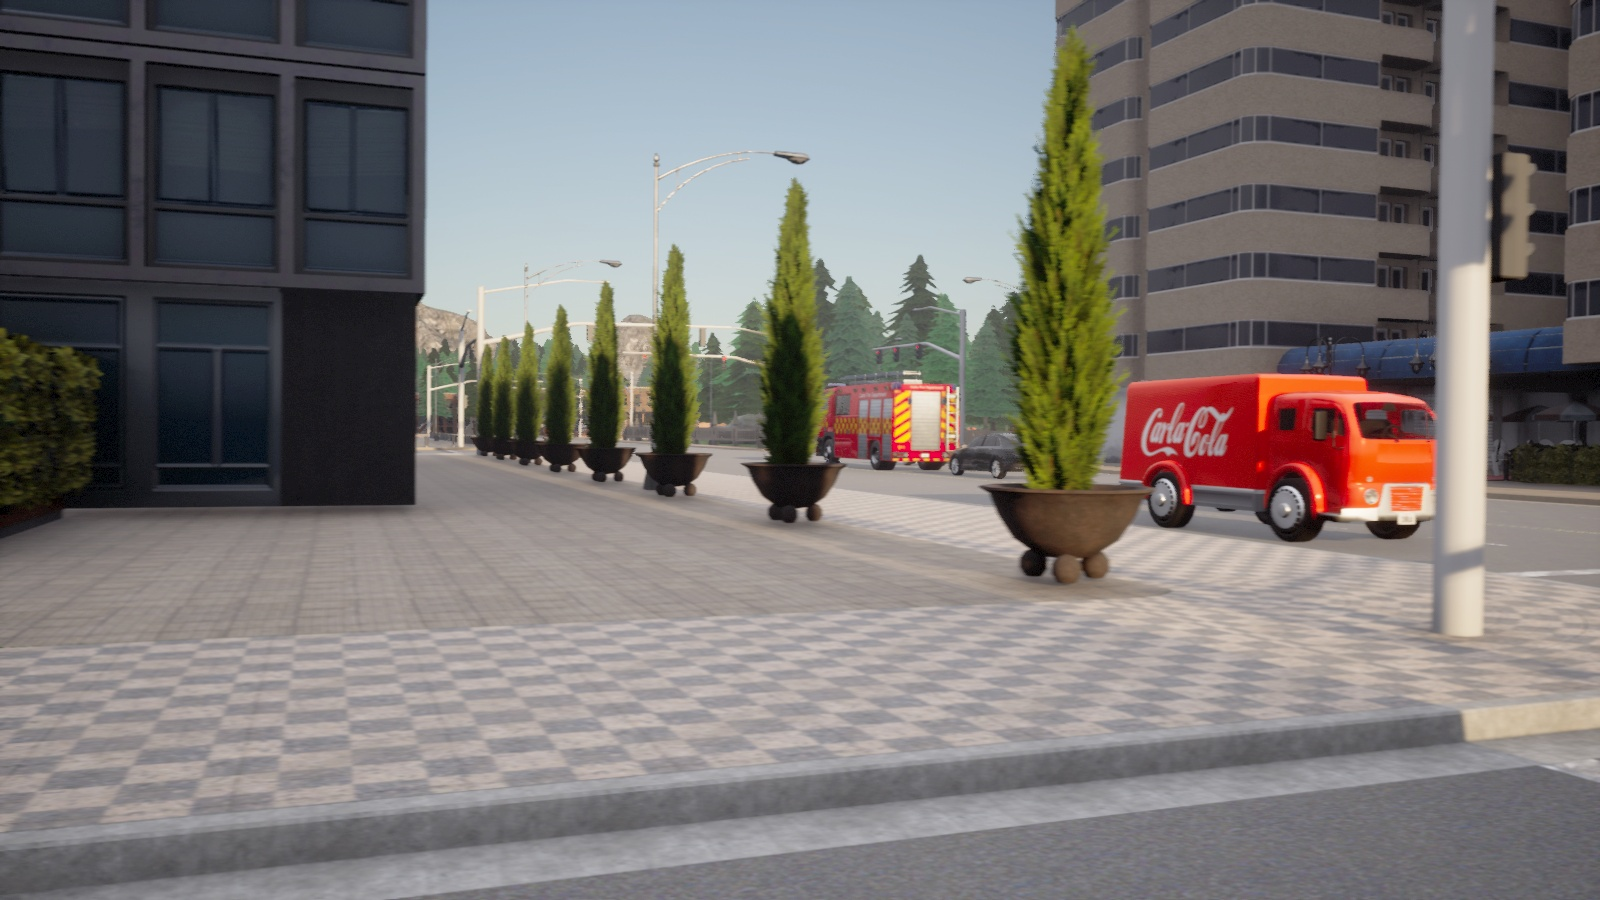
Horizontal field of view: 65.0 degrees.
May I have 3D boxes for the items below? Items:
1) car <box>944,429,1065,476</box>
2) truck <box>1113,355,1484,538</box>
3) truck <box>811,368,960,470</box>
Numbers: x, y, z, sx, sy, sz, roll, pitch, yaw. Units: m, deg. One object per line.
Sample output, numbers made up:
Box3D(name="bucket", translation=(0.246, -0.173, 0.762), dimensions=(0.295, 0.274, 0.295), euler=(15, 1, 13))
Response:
Box3D(name="car", translation=(6.785, 0.042, 42.262), dimensions=(1.837, 1.490, 4.892), euler=(-1, 1, -20))
Box3D(name="truck", translation=(7.580, -0.093, 19.832), dimensions=(2.627, 2.467, 5.204), euler=(-1, 1, -20))
Box3D(name="truck", translation=(3.316, -1.243, 51.631), dimensions=(2.891, 3.827, 8.468), euler=(-1, 1, -20))
